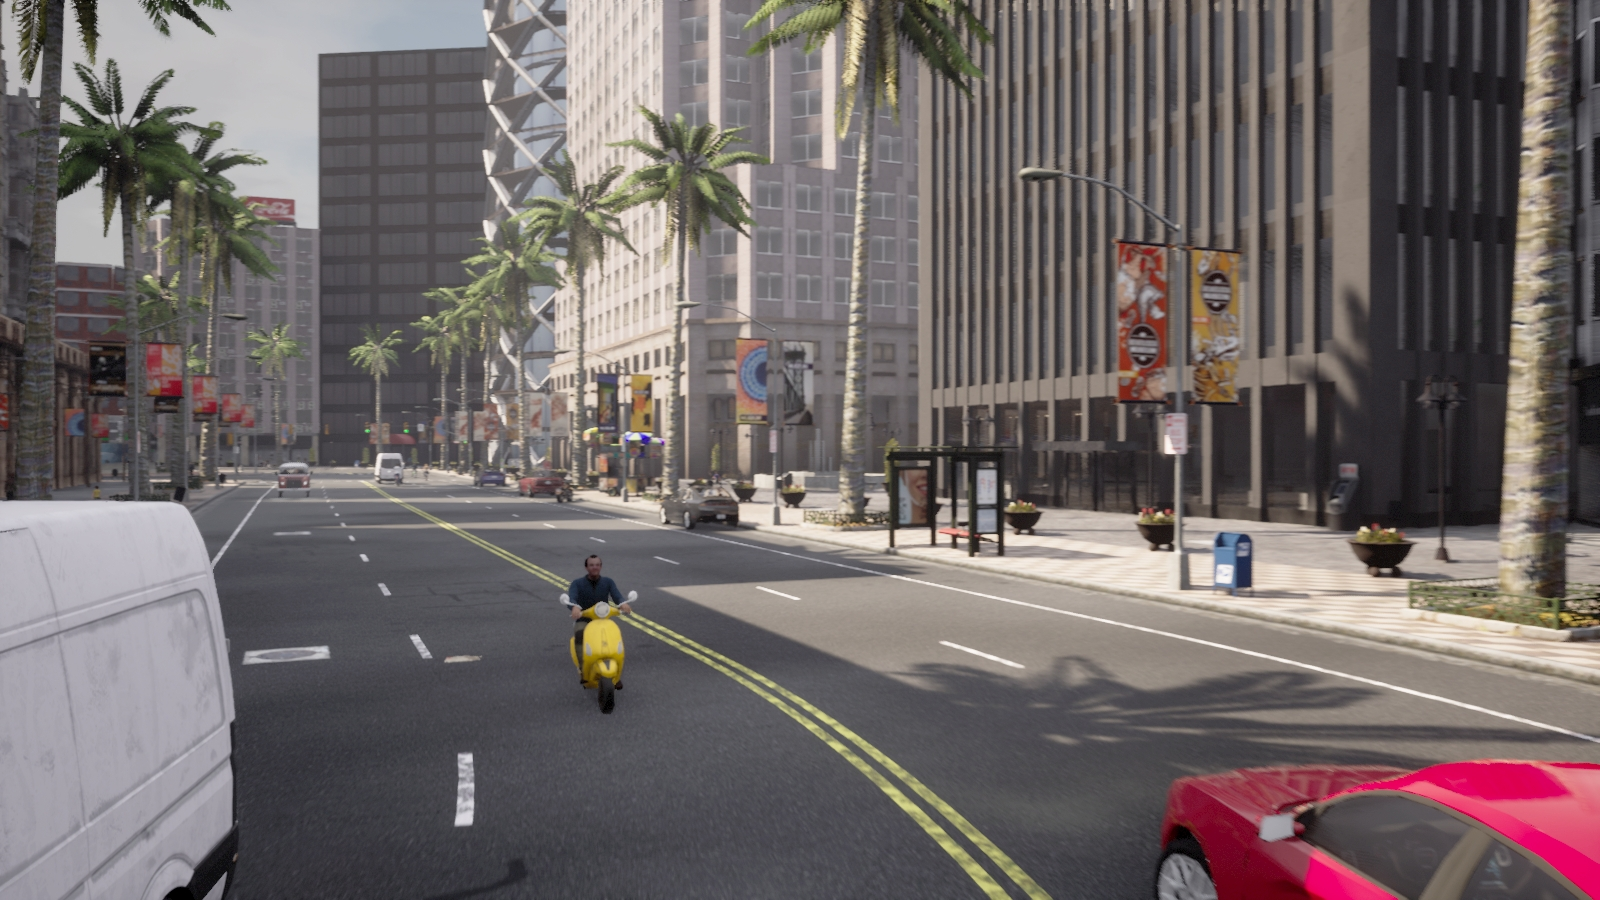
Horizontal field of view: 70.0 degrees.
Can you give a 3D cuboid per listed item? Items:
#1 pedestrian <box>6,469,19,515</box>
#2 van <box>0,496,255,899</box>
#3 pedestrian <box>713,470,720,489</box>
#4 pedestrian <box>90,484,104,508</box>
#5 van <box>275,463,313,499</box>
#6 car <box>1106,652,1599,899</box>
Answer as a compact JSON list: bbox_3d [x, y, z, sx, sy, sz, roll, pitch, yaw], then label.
[{"bbox_3d":[-32.218,1.718,46.736,0.375,1.860,0.375,0,0,-22],"label":"pedestrian"},{"bbox_3d":[-3.643,1.537,3.416,1.988,2.561,5.915,0,0,-9],"label":"van"},{"bbox_3d":[-5.606,1.998,77.116,0.375,1.300,0.375,0,0,-21],"label":"pedestrian"},{"bbox_3d":[-32.210,2.098,52.347,0.500,1.100,0.500,0,0,-33],"label":"pedestrian"},{"bbox_3d":[-30.487,1.804,68.836,2.069,2.038,4.480,0,0,-24],"label":"van"},{"bbox_3d":[3.145,2.032,4.613,2.097,1.535,5.006,0,0,-5],"label":"car"}]
